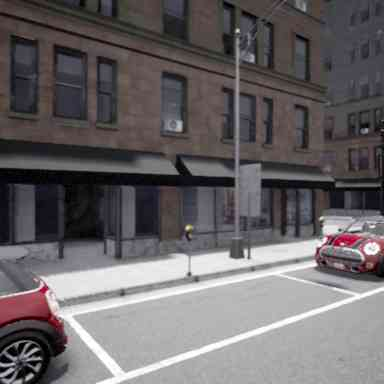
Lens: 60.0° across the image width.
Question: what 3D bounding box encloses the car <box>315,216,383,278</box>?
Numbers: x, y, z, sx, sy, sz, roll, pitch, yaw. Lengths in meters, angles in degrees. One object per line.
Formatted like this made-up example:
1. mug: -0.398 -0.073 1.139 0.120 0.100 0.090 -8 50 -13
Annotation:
1. car: 5.613 1.490 10.192 4.097 1.590 1.967 0 0 -36

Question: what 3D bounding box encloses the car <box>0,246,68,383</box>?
1. car: -3.639 1.435 3.592 4.097 1.590 1.967 0 0 -36
